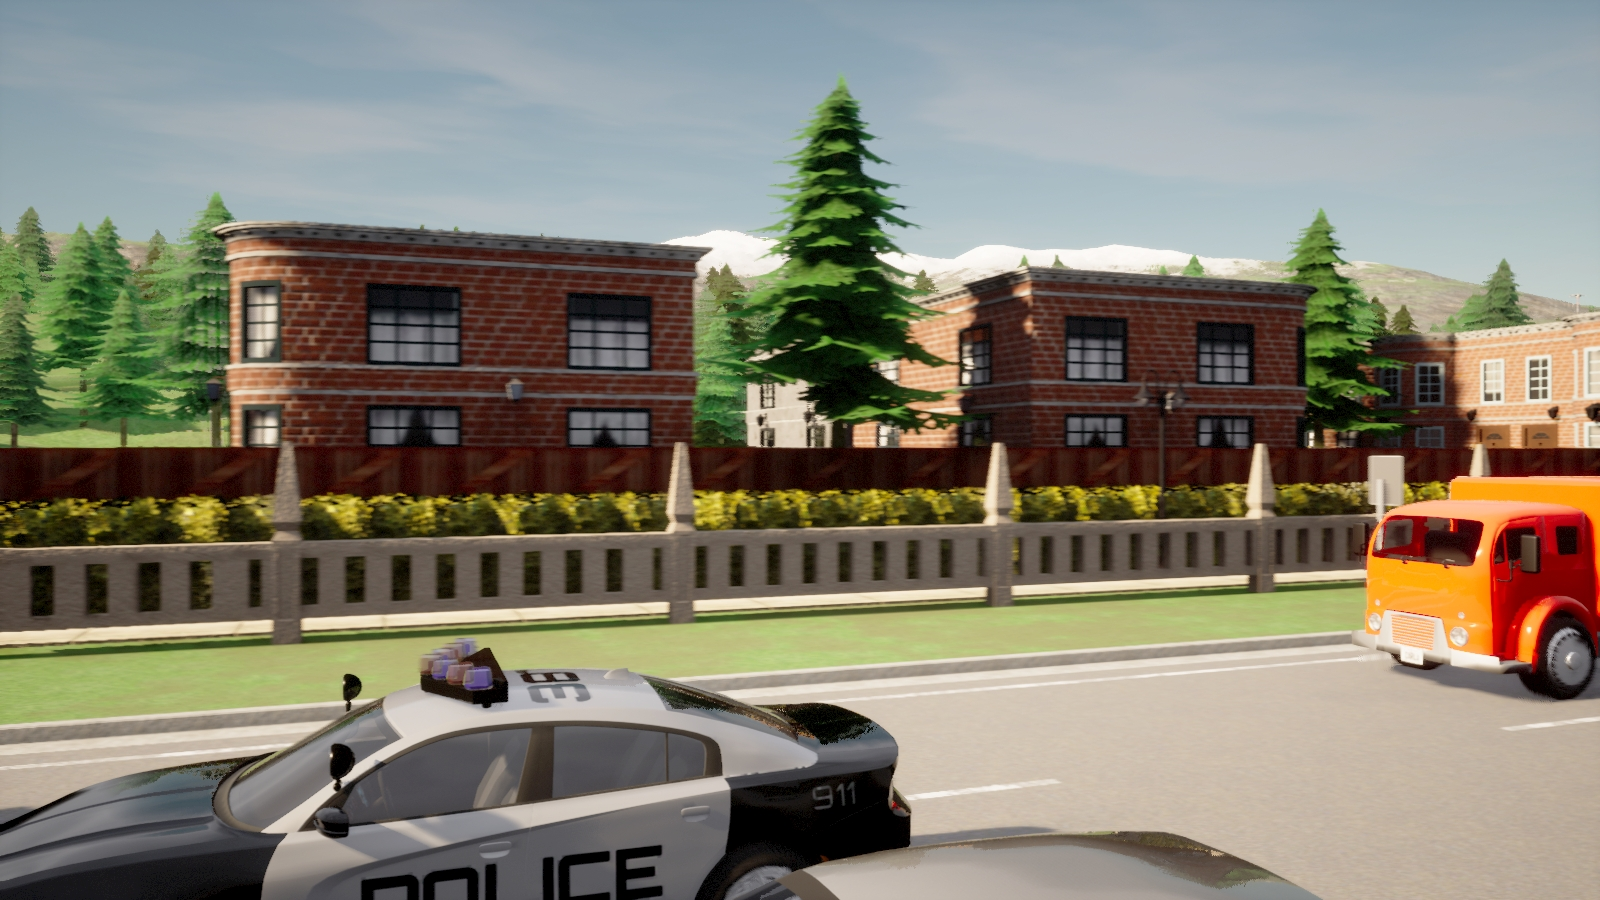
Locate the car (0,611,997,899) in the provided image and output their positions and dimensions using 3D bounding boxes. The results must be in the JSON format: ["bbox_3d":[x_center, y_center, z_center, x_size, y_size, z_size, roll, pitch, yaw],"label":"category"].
[{"bbox_3d":[-1.730,1.982,6.394,5.238,1.638,2.097,0,0,-20],"label":"car"}]

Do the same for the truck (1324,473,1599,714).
[{"bbox_3d":[9.589,1.567,14.238,5.204,2.467,2.627,0,0,-20],"label":"truck"}]

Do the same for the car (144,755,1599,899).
[{"bbox_3d":[0.283,2.065,3.404,4.193,1.474,1.816,0,0,-20],"label":"car"}]
